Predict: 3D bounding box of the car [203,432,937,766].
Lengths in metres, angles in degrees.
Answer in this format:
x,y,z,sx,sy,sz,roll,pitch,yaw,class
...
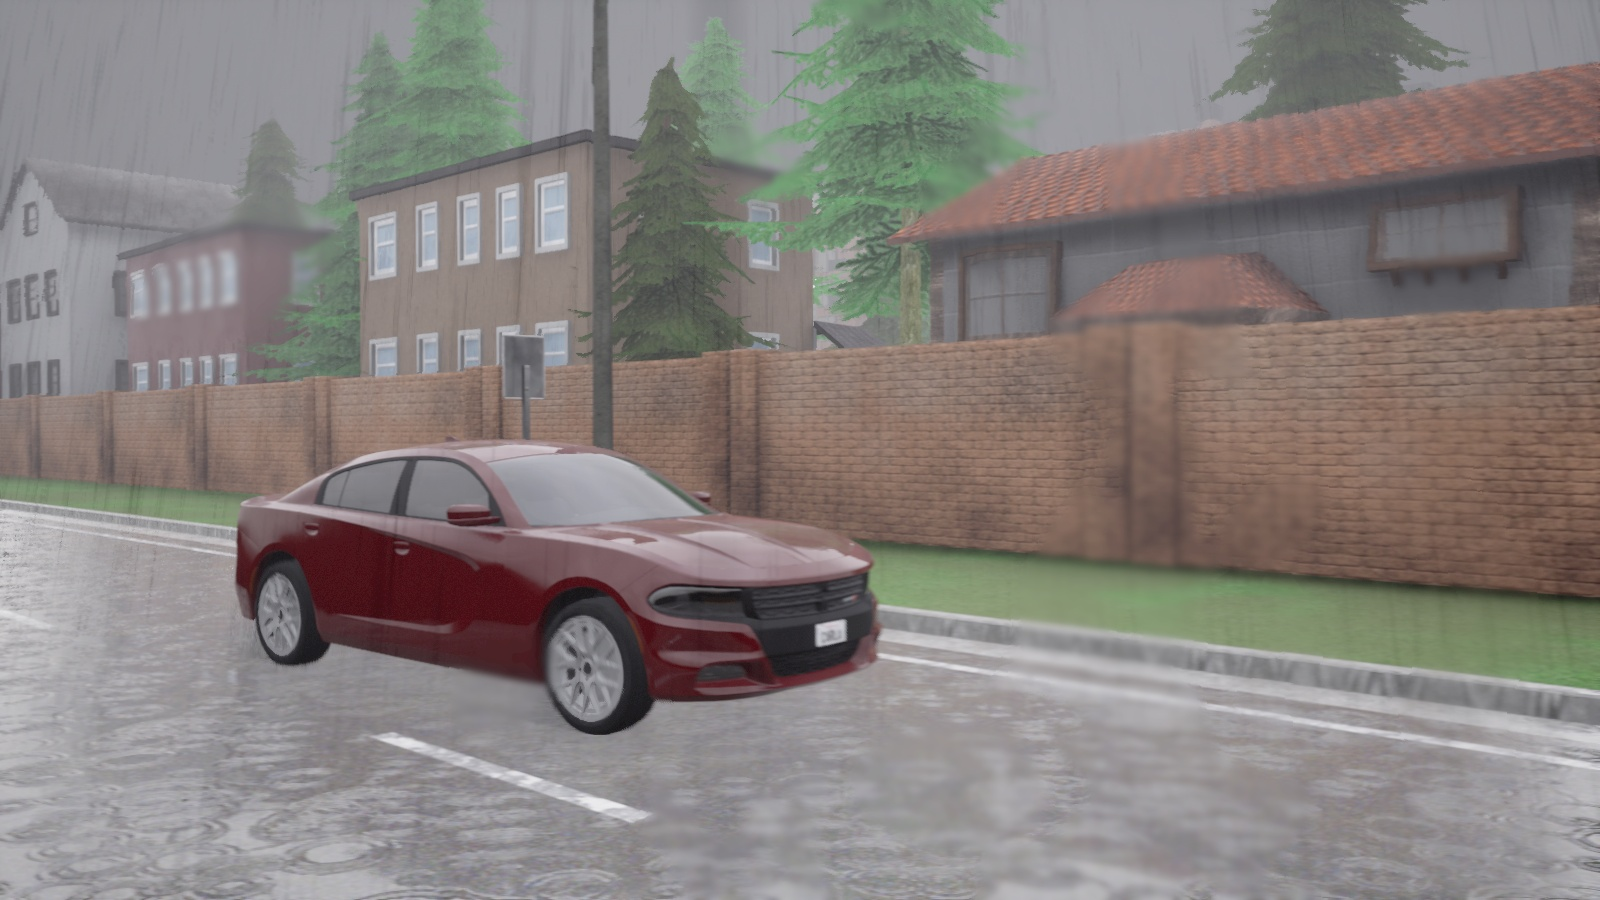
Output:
x,y,z,sx,sy,sz,roll,pitch,yaw,class
-1.743,0.662,8.140,5.008,1.535,1.882,1,1,39,car
